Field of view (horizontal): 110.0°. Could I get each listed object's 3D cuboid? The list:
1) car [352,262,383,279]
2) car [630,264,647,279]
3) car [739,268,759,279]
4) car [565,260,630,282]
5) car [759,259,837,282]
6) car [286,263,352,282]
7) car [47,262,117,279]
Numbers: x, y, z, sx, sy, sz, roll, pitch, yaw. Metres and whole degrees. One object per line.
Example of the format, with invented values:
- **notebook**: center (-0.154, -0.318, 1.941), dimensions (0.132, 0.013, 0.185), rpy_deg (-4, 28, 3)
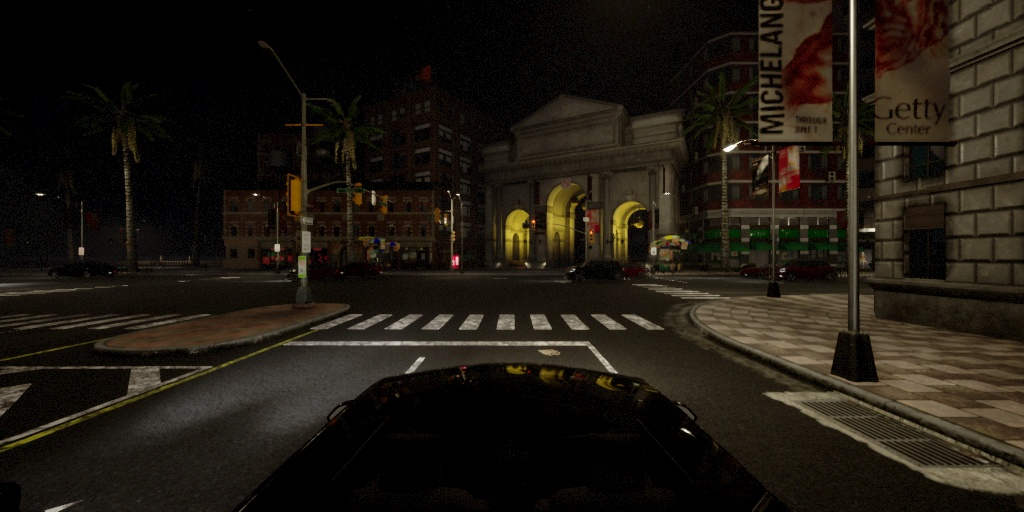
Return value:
- **car**: center (-13.971, 1.275, 32.002), dimensions (4.674, 1.442, 1.812), rpy_deg (0, 0, 0)
- **car**: center (9.775, 1.314, 31.849), dimensions (4.181, 1.385, 1.994), rpy_deg (0, 0, 0)
- **car**: center (22.948, 1.350, 31.755), dimensions (4.718, 1.301, 1.895), rpy_deg (0, 0, 1)
- **car**: center (6.540, 1.101, 28.370), dimensions (4.553, 1.767, 2.097), rpy_deg (0, 0, 0)
- **car**: center (22.630, 1.102, 28.243), dimensions (4.553, 1.767, 2.097), rpy_deg (0, 0, 1)
- **car**: center (-15.505, 1.314, 28.511), dimensions (4.181, 1.385, 1.994), rpy_deg (0, 0, 0)
- **car**: center (-38.450, 1.255, 32.155), dimensions (4.892, 1.490, 1.837), rpy_deg (0, 0, 0)
